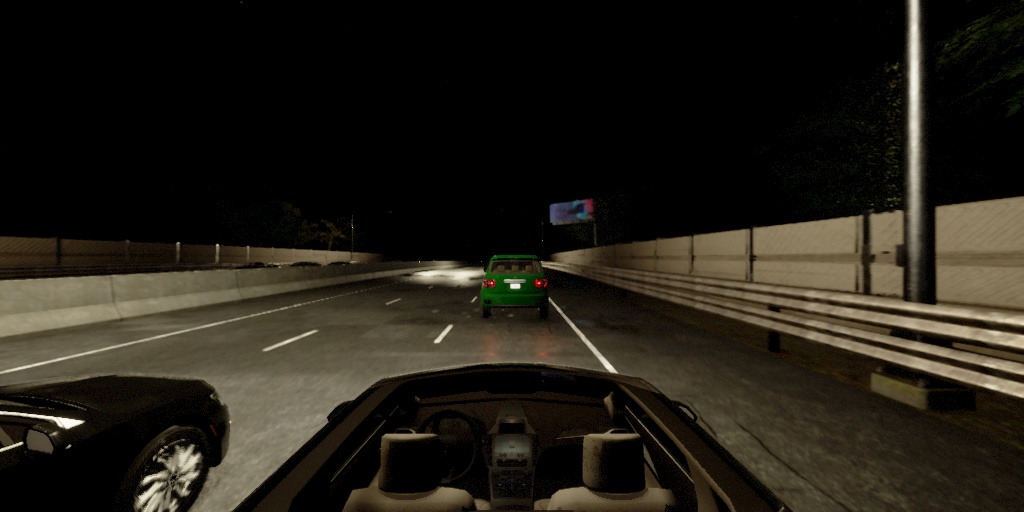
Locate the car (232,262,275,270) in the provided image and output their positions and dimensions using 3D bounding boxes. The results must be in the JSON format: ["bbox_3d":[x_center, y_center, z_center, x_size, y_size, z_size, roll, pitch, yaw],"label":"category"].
[{"bbox_3d":[-24.600,1.317,34.518,2.128,1.511,4.902,0,0,0],"label":"car"}]

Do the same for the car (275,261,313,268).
[{"bbox_3d":[-21.101,1.313,36.170,1.882,1.535,5.008,0,0,0],"label":"car"}]

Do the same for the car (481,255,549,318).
[{"bbox_3d":[0.098,0.987,13.282,2.150,2.045,5.566,0,0,0],"label":"car"}]

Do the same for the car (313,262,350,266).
[{"bbox_3d":[-17.601,1.340,36.191,1.837,1.490,4.892,0,0,0],"label":"car"}]

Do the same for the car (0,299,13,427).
[{"bbox_3d":[-6.900,1.255,1.848,1.837,1.490,4.892,0,0,0],"label":"car"}]

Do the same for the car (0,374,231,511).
[{"bbox_3d":[-3.400,1.255,1.162,1.837,1.490,4.892,0,0,0],"label":"car"}]
